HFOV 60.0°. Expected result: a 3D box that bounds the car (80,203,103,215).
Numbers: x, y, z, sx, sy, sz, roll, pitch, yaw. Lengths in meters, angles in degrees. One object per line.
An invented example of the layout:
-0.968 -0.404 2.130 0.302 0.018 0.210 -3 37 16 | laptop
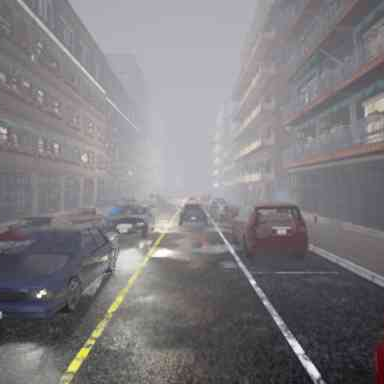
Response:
-5.675 1.509 17.994 1.802 1.307 4.206 -1 0 0 | car

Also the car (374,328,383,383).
2.675 1.311 0.972 2.192 1.841 5.009 -1 0 0 | car

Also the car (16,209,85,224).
-5.671 1.532 12.330 1.802 1.307 4.206 -1 0 0 | car

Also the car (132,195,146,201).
-5.722 1.198 29.321 2.192 1.841 5.009 -1 0 0 | car

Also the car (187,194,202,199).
0.089 1.298 45.515 1.882 1.535 5.008 0 0 0 | car

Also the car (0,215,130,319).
-3.068 1.515 7.821 2.033 1.411 5.357 0 0 0 | car

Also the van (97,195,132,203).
-5.692 1.246 23.658 1.690 1.788 3.998 -1 0 0 | van

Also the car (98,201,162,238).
-3.005 1.426 17.203 2.128 1.511 4.902 0 0 0 | car

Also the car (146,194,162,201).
-5.712 1.368 46.314 2.008 1.369 4.403 -1 0 0 | car

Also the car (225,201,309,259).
2.673 1.265 12.301 2.192 1.841 5.009 -1 0 0 | car

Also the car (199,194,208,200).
2.660 1.259 80.267 1.947 1.339 4.313 -1 0 0 | car

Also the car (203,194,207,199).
2.669 1.364 40.790 1.752 1.417 4.829 -1 0 0 | car

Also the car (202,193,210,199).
2.660 1.070 63.275 2.192 1.841 5.009 -1 0 0 | car

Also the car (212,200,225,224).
2.674 1.487 23.630 1.802 1.307 4.206 -1 0 0 | car

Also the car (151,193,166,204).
-5.717 1.111 51.977 2.192 1.841 5.009 -1 0 0 | car

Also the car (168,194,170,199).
-5.716 1.320 63.305 1.947 1.339 4.313 -1 0 0 | car

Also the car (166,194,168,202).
-5.717 1.215 57.641 1.967 1.590 4.097 -1 0 0 | car

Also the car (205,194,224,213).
2.669 1.301 34.957 1.967 1.590 4.097 -1 0 0 | car

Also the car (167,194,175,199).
-5.724 1.179 91.456 1.752 1.417 4.829 -1 0 0 | car

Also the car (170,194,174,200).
-5.721 1.219 80.128 1.752 1.417 4.829 -1 0 0 | car

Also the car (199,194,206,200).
2.659 1.255 85.931 1.802 1.307 4.206 -1 0 0 | car

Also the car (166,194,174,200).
-5.722 1.199 85.792 1.752 1.417 4.829 -1 0 0 | car

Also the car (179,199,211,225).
0.090 1.433 22.833 1.812 1.442 4.674 0 0 0 | car
